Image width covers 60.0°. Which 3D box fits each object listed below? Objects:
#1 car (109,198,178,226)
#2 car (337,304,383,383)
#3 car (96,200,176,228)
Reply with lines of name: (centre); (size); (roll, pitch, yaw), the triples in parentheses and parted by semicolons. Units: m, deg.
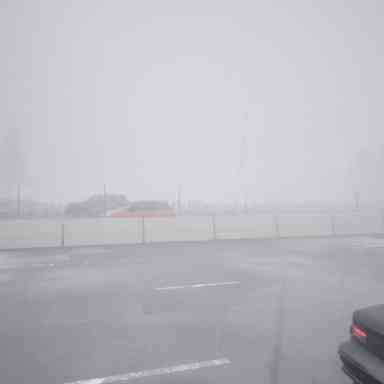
car: (-3.455, 1.355, 23.450); (4.553, 1.767, 2.097); (0, 0, -17)
car: (4.314, 1.554, 3.642); (5.357, 1.411, 2.033); (0, 0, -17)
car: (-3.225, 1.353, 19.865); (4.553, 1.767, 2.097); (0, 0, -17)
